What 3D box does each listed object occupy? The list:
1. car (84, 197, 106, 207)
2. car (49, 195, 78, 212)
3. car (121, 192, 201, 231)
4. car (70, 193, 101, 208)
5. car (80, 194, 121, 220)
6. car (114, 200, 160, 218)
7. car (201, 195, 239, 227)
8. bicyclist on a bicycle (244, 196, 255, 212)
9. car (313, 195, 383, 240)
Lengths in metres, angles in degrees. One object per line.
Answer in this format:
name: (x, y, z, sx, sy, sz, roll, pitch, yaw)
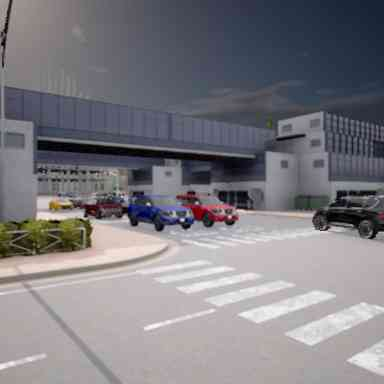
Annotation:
car: (-14.767, 1.503, 50.537, 1.812, 1.442, 4.674, 0, 0, -35)
car: (-15.581, 1.465, 39.474, 1.882, 1.535, 5.008, 0, 0, -36)
car: (-2.121, 1.208, 20.799, 2.150, 2.045, 5.566, 0, 0, -35)
car: (-13.688, 1.336, 42.838, 2.097, 1.767, 4.553, 0, 0, -36)
car: (-7.621, 1.339, 28.439, 2.097, 1.767, 4.553, 0, 0, -36)
car: (-5.280, 1.529, 31.173, 2.033, 1.411, 5.357, 0, 0, -36)
car: (0.726, 1.203, 22.878, 2.150, 2.045, 5.566, 0, 0, -36)
bicyclist on a bicycle: (6.070, 1.270, 35.076, 1.656, 1.620, 0.582, 0, 0, -36)
car: (8.726, 1.198, 17.283, 2.150, 2.045, 5.566, 1, 0, -16)
